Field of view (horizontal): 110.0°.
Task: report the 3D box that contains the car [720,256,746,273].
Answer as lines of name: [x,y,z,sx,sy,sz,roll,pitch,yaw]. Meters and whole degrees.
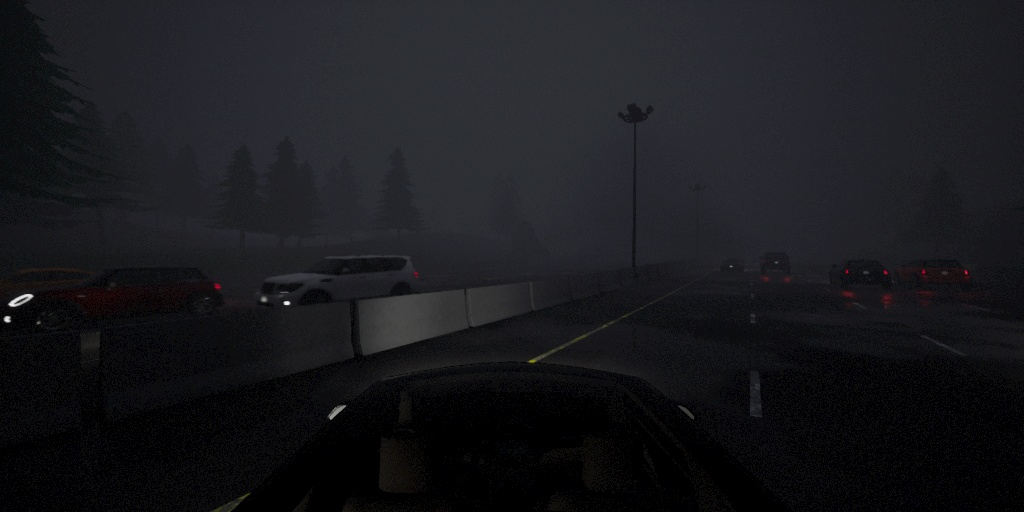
car: [22.564,0.956,36.757,1.994,1.385,4.181,0,1,34]

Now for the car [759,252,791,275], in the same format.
car: [25.092,0.629,34.235,2.150,2.045,5.566,0,1,34]

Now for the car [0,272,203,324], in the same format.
car: [-14.537,1.339,12.980,1.895,1.301,4.718,0,0,34]

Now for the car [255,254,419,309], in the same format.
car: [-5.995,0.961,13.177,2.150,2.045,5.566,0,0,34]

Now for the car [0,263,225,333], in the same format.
car: [-11.748,1.093,10.854,2.097,1.767,4.553,0,0,34]

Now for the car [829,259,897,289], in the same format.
car: [21.074,0.947,21.890,2.097,1.767,4.553,0,1,34]

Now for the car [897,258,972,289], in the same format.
car: [25.017,0.926,21.497,2.097,1.767,4.553,0,1,34]

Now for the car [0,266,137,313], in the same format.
car: [-18.219,1.213,13.766,1.882,1.535,5.008,0,0,34]
